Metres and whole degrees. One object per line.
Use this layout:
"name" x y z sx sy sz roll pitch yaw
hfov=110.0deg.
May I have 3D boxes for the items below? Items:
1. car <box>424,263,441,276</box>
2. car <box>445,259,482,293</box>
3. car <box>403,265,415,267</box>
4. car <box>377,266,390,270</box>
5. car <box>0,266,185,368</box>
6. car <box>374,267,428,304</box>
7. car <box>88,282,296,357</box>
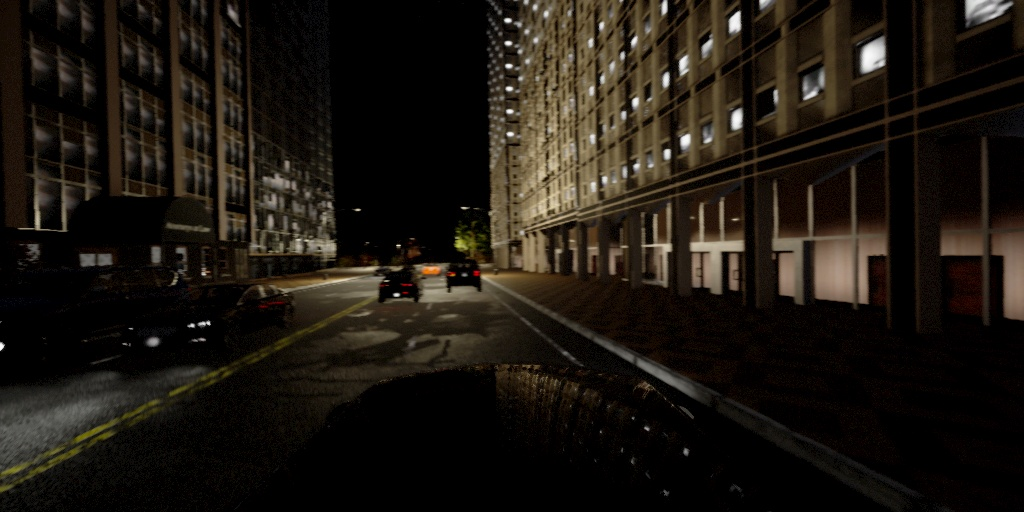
"car" -10.390 1.701 46.602 2.097 1.767 4.553 -1 0 -10
"car" -3.233 1.227 23.757 2.150 2.045 5.566 -1 0 -10
"car" -14.490 1.981 50.437 1.837 1.490 4.892 -1 0 -9
"car" -17.640 2.092 49.585 2.033 1.411 5.357 -1 0 -9
"car" -10.804 1.292 8.948 2.150 2.045 5.566 -1 0 -10
"car" -5.652 1.528 18.669 1.837 1.490 4.892 -1 0 -10
"car" -7.616 1.490 9.623 2.128 1.511 4.902 -1 0 -10
